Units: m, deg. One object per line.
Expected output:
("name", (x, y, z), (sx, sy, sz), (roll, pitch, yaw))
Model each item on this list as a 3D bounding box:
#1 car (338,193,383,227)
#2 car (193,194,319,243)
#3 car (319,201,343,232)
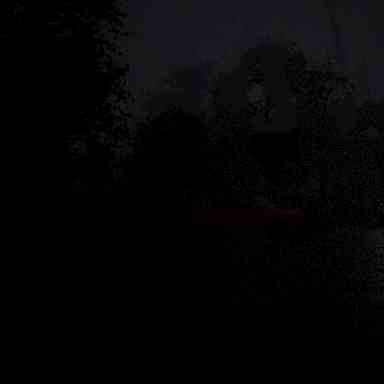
("car", (9.763, 1.146, 20.937), (4.553, 1.767, 2.185), (-1, 0, 33))
("car", (2.669, 1.126, 15.679), (5.566, 2.045, 2.435), (-1, -1, 33))
("car", (4.986, 1.373, 17.457), (4.792, 1.488, 2.163), (-1, 0, 33))
